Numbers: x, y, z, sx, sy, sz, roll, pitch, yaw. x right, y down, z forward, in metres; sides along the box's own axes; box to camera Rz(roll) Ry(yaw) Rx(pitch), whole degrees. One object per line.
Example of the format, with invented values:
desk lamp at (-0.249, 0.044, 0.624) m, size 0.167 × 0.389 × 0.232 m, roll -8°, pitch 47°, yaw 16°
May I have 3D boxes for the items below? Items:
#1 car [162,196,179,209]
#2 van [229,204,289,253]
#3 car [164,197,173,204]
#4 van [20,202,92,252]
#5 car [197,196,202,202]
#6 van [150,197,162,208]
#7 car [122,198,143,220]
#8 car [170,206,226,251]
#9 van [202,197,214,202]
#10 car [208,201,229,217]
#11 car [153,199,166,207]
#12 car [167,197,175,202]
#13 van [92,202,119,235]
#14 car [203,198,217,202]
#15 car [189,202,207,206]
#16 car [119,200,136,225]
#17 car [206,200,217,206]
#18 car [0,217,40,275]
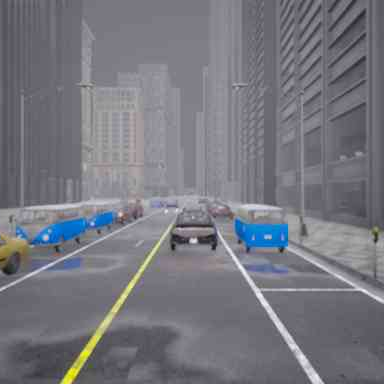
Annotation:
car at (-3.076, 1.816, 51.676) m, size 1.882 × 1.535 × 5.008 m, roll 0°, pitch 0°, yaw 0°
van at (2.760, 1.434, 13.940) m, size 1.690 × 1.788 × 3.998 m, roll 0°, pitch 0°, yaw 0°
car at (-5.757, 1.969, 81.624) m, size 1.967 × 1.590 × 4.097 m, roll 0°, pitch 0°, yaw 0°
van at (-5.766, 1.434, 13.936) m, size 1.690 × 1.788 × 3.998 m, roll 0°, pitch 0°, yaw 0°
car at (2.362, 1.974, 72.080) m, size 1.837 × 1.490 × 4.892 m, roll 0°, pitch 0°, yaw 0°
van at (-5.761, 1.691, 53.422) m, size 1.690 × 1.788 × 3.998 m, roll 0°, pitch 0°, yaw 0°
car at (-5.764, 1.519, 30.859) m, size 2.192 × 1.841 × 5.009 m, roll 0°, pitch 0°, yaw 0°
car at (0.070, 1.587, 14.463) m, size 2.128 × 1.511 × 4.902 m, roll 0°, pitch 0°, yaw 0°
van at (2.764, 1.655, 47.783) m, size 1.690 × 1.788 × 3.998 m, roll 0°, pitch 0°, yaw 0°
car at (2.763, 1.786, 30.860) m, size 1.802 × 1.307 × 4.206 m, roll 0°, pitch 0°, yaw 0°
car at (-5.760, 1.931, 59.061) m, size 1.887 × 1.381 × 4.507 m, roll 0°, pitch 0°, yaw 0°
car at (-5.755, 2.163, 92.906) m, size 1.947 × 1.339 × 4.313 m, roll 0°, pitch 0°, yaw 0°
van at (-5.765, 1.471, 19.576) m, size 1.690 × 1.788 × 3.998 m, roll 0°, pitch 0°, yaw 0°
car at (2.764, 1.843, 42.141) m, size 1.947 × 1.339 × 4.313 m, roll 0°, pitch 0°, yaw 0°
car at (0.065, 1.789, 28.541) m, size 1.895 × 1.301 × 4.718 m, roll 0°, pitch 0°, yaw 0°
car at (-5.764, 1.607, 25.216) m, size 1.967 × 1.590 × 4.097 m, roll 0°, pitch 0°, yaw 0°
car at (2.763, 1.822, 36.500) m, size 1.802 × 1.307 × 4.206 m, roll 0°, pitch 0°, yaw 0°
car at (-5.765, 1.580, 8.124) m, size 1.752 × 1.417 × 4.829 m, roll 0°, pitch 0°, yaw 0°
